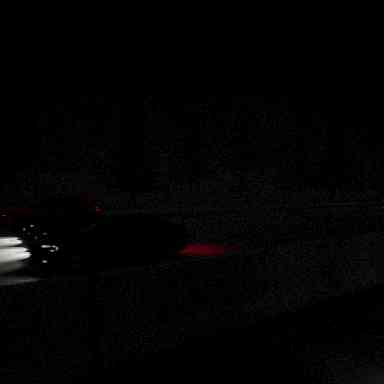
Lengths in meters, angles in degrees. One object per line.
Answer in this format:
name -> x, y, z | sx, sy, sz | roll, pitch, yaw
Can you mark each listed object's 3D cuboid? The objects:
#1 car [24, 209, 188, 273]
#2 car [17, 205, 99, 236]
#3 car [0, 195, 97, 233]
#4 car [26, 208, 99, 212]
car -> -2.472, 1.469, 10.828 | 5.008, 1.535, 1.882 | 0, 0, -36
car -> -6.212, 1.554, 16.758 | 4.181, 1.385, 1.994 | 0, 0, -36
car -> -8.257, 1.212, 19.600 | 5.566, 2.045, 2.150 | 0, 0, -36
car -> -4.317, 1.555, 13.813 | 4.181, 1.385, 1.994 | 0, 0, -35
